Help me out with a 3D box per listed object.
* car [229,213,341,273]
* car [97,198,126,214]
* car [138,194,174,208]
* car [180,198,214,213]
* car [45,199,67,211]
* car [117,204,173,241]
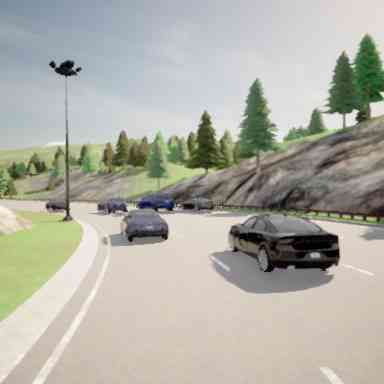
[{"bbox_3d":[2.613,1.410,10.627,1.882,1.535,5.008,0,0,-10],"label":"car"},{"bbox_3d":[-8.980,1.398,36.996,2.097,1.767,4.553,-1,0,-34],"label":"car"},{"bbox_3d":[-4.070,1.192,37.013,2.150,2.045,5.566,0,0,-35],"label":"car"},{"bbox_3d":[0.489,1.393,36.051,2.128,1.511,4.902,-1,0,-31],"label":"car"},{"bbox_3d":[-17.410,1.654,42.799,2.128,1.511,4.902,-1,0,-38],"label":"car"},{"bbox_3d":[-2.501,1.560,16.888,1.994,1.385,4.181,-1,0,-17],"label":"car"}]
